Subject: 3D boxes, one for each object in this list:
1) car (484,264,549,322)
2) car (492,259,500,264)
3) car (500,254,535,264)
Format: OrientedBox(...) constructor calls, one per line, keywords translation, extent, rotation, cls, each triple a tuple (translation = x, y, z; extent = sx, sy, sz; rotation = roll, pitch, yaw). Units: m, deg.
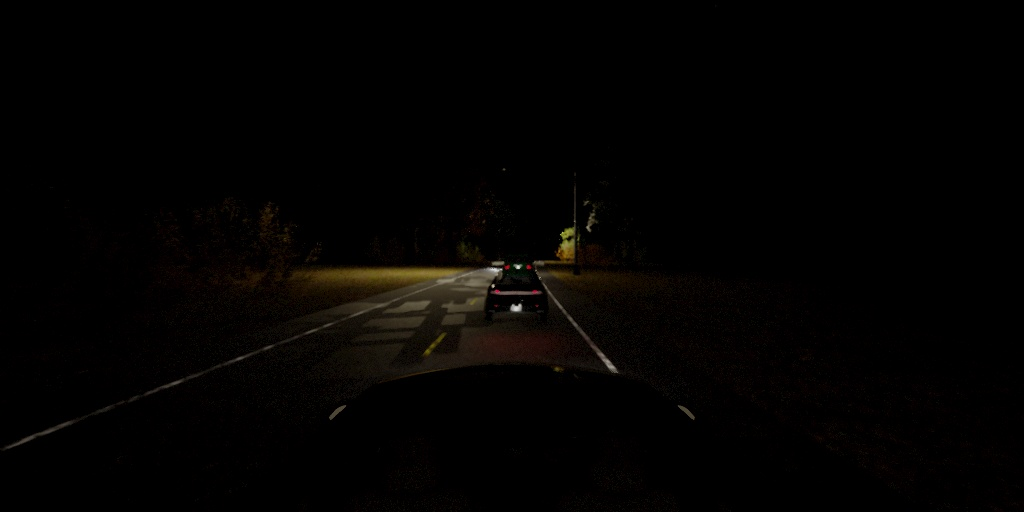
OrientedBox(translation=(0.159, 1.191, 11.987), extent=(2.128, 1.511, 4.902), rotation=(0, 0, 1), cls="car")
OrientedBox(translation=(-1.861, 1.090, 53.002), extent=(1.895, 1.301, 4.718), rotation=(0, 0, 4), cls="car")
OrientedBox(translation=(0.519, 0.850, 27.203), extent=(2.150, 2.045, 5.566), rotation=(0, 1, 2), cls="car")
